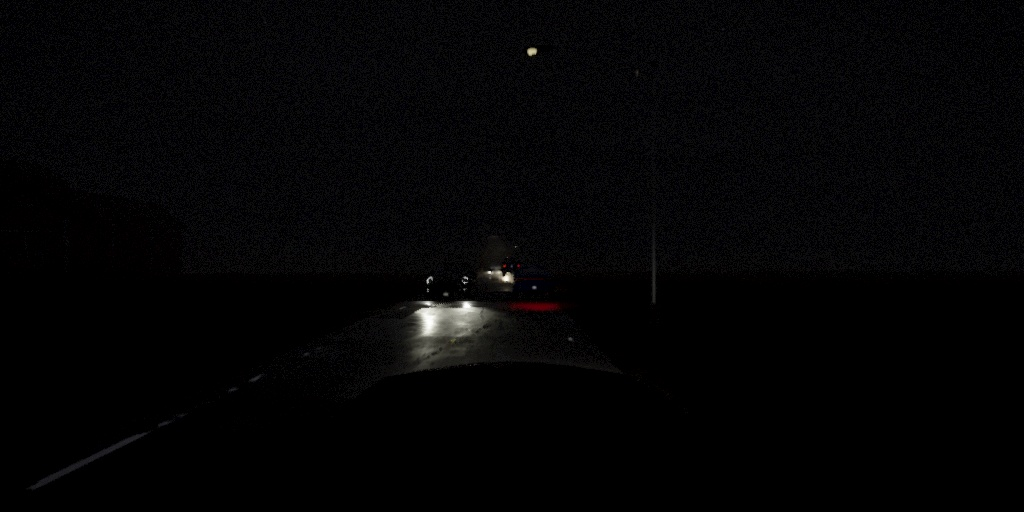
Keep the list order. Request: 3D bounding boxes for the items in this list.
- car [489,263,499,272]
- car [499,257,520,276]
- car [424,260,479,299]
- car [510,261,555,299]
[{"bbox_3d":[-2.789,1.959,60.114,1.812,1.442,4.674,0,-1,1],"label":"car"},{"bbox_3d":[0.029,1.178,39.535,2.150,2.045,5.566,0,-1,1],"label":"car"},{"bbox_3d":[-2.852,1.072,17.719,2.097,1.767,4.553,0,0,0],"label":"car"},{"bbox_3d":[0.960,1.200,17.839,1.882,1.535,5.008,0,0,0],"label":"car"}]
